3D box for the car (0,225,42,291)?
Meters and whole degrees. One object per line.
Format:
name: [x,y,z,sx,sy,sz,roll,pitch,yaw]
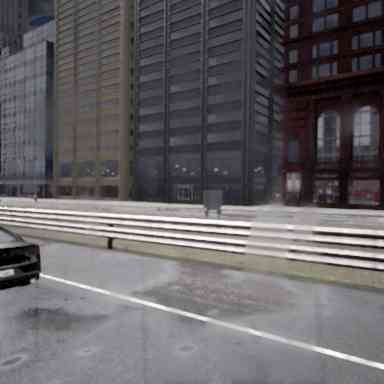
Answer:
car: [-5.662,1.447,8.026,5.008,1.535,1.882,0,0,35]
